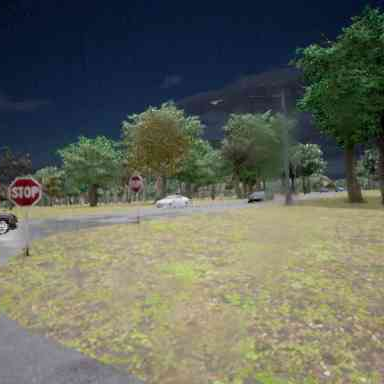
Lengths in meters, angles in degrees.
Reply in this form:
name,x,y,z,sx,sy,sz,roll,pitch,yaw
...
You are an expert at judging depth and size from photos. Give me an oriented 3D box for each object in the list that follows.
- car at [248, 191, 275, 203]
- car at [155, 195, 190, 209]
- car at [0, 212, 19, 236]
name,x,y,z,sx,sy,sz,roll,pitch,yaw
car,8.256,0.551,39.128,1.994,1.385,4.181,-4,-1,34
car,-2.056,1.057,36.419,1.812,1.442,4.674,-4,-1,34
car,-9.485,1.235,13.093,1.837,1.490,4.892,-2,3,35
